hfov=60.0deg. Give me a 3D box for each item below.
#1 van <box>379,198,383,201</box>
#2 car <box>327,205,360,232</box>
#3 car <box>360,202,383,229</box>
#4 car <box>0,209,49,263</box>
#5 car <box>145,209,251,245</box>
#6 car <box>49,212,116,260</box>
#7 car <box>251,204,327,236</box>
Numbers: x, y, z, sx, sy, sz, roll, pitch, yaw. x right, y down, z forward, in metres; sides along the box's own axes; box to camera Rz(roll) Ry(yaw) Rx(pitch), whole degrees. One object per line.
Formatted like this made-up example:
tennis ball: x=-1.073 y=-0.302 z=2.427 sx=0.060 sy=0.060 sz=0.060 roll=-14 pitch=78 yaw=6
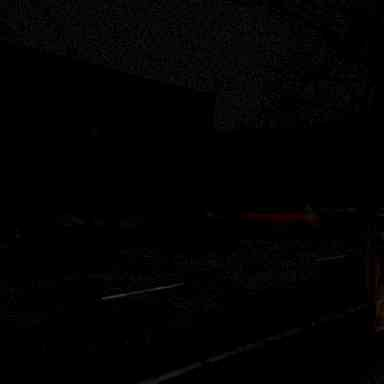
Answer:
van: x=15.191 y=1.471 z=25.797 sx=4.442 sy=1.987 sz=1.878 roll=-1 pitch=-1 yaw=37
car: x=7.512 y=1.622 z=20.931 sx=4.892 sy=1.521 sz=2.231 roll=-1 pitch=-1 yaw=37
car: x=10.027 y=1.647 z=22.601 sx=5.008 sy=1.535 sz=2.097 roll=-1 pitch=-2 yaw=37
car: x=-7.455 y=1.212 z=10.737 sx=5.566 sy=2.045 sz=2.435 roll=-1 pitch=-1 yaw=34
car: x=-0.032 y=1.542 z=15.902 sx=5.008 sy=1.535 sz=2.097 roll=-1 pitch=-1 yaw=36
car: x=-5.011 y=1.490 z=12.487 sx=5.008 sy=1.535 sz=2.097 roll=-1 pitch=-1 yaw=35
car: x=4.999 y=1.469 z=19.259 sx=4.553 sy=1.767 sz=2.185 roll=-1 pitch=-1 yaw=36
